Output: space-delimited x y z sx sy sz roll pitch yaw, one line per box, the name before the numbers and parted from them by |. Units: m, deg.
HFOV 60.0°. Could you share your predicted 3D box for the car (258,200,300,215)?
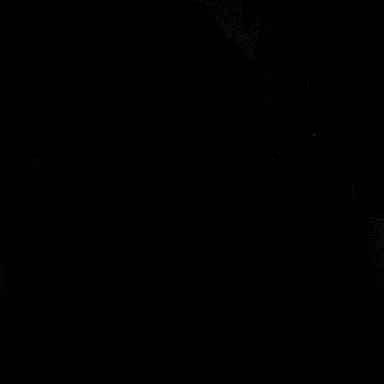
car | 8.399 1.580 34.207 2.033 1.411 5.357 1 0 -36
